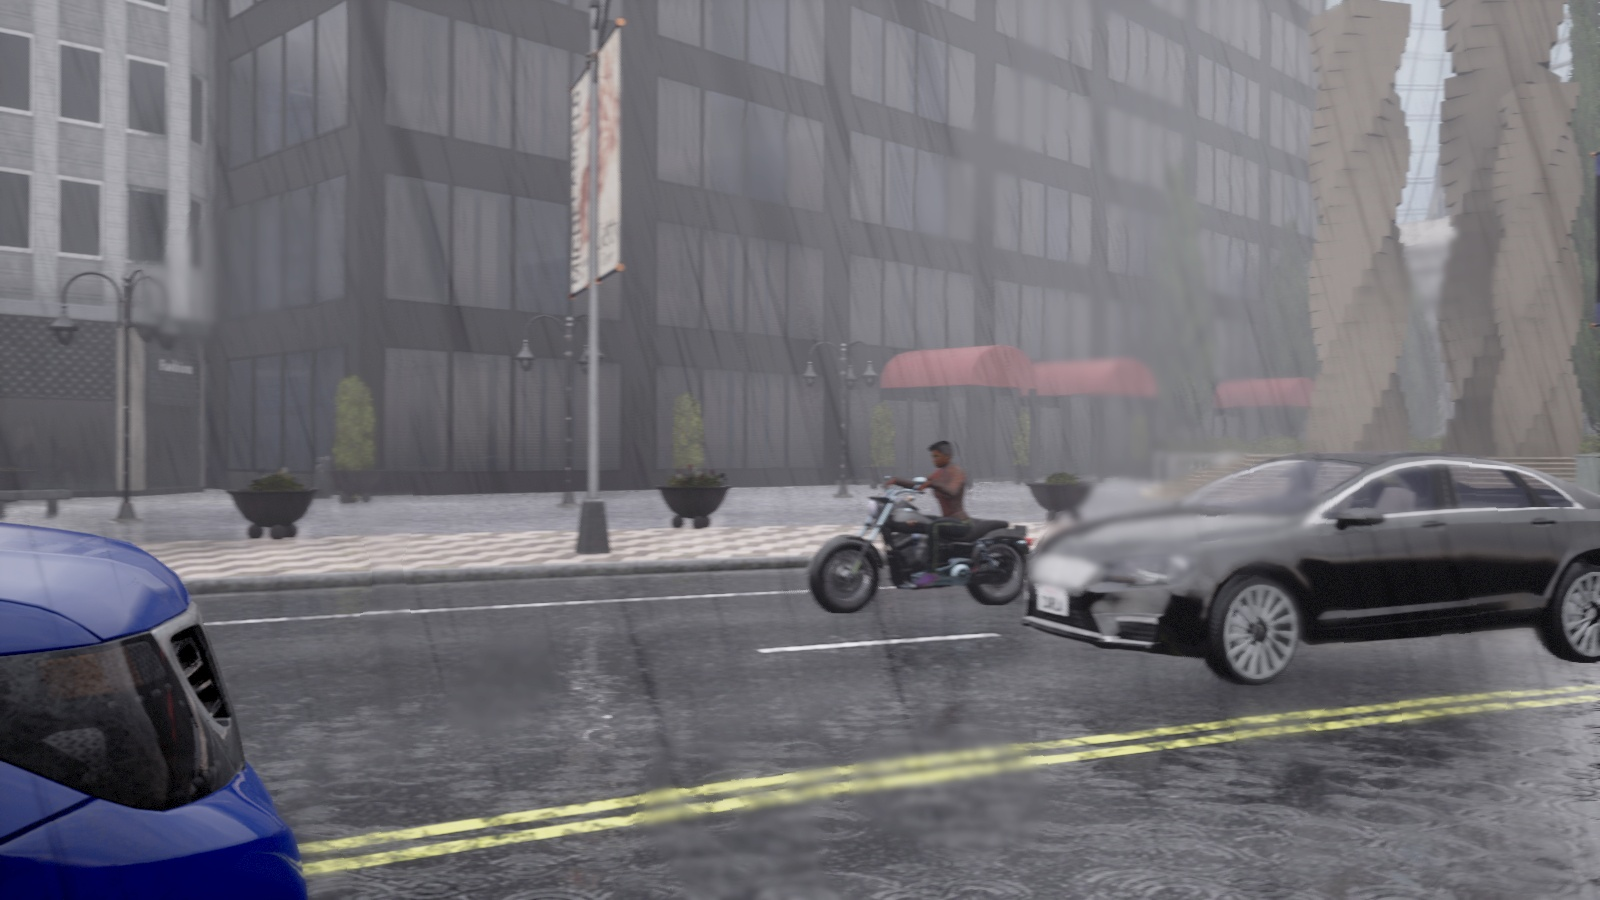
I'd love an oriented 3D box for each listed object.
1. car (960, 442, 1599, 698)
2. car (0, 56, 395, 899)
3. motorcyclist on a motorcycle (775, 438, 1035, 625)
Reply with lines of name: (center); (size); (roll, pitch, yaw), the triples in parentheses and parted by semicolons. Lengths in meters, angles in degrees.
car: (3.865, 0.709, 9.230); (4.902, 1.511, 2.128); (0, 0, -19)
car: (-3.535, 0.470, 1.241); (5.566, 2.045, 2.150); (0, 0, -38)
motorcyclist on a motorcycle: (0.997, 0.711, 11.845); (2.350, 1.649, 0.766); (0, 0, -22)
